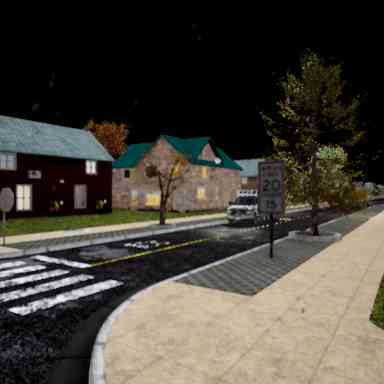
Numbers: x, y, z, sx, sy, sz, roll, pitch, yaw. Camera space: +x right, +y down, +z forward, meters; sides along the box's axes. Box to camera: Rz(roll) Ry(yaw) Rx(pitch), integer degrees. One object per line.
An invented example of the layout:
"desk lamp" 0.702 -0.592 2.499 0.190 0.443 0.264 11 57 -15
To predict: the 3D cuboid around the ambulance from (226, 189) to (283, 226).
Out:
"ambulance" 4.713 1.030 24.228 2.351 2.431 6.366 0 0 33
